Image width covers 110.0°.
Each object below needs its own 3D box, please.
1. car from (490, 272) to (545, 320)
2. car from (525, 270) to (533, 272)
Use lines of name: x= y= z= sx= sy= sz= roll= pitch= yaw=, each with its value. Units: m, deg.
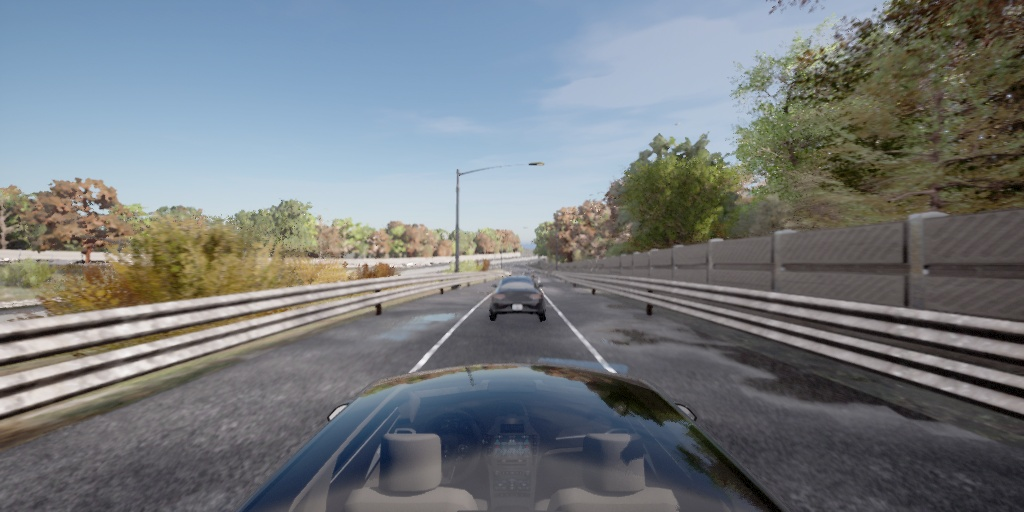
car: x=0.213 y=1.471 z=13.354 sx=1.812 sy=1.442 sz=4.674 roll=0 pitch=-1 yaw=1
car: x=2.713 y=3.045 z=56.954 sx=2.128 sy=1.511 sz=4.902 roll=0 pitch=-2 yaw=5
